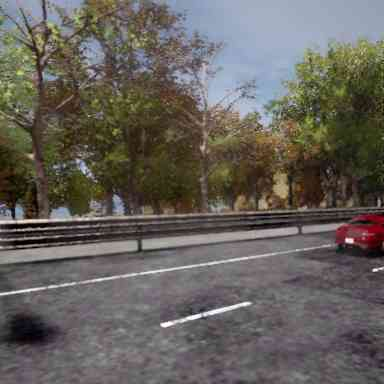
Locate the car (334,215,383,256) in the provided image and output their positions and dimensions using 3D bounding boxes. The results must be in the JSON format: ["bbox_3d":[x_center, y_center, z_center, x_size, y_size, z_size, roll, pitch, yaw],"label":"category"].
[{"bbox_3d":[7.742,1.665,13.744,4.674,1.442,1.812,0,0,-36],"label":"car"}]
